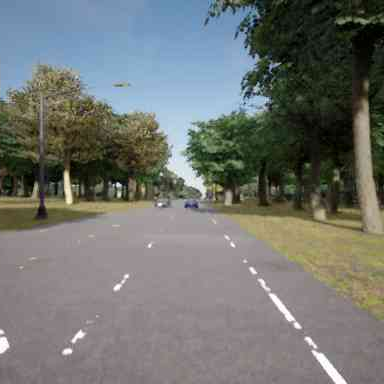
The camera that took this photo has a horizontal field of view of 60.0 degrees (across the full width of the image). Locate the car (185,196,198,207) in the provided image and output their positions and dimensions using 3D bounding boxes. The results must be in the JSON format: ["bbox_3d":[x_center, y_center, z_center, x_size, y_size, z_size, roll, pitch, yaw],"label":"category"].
[{"bbox_3d":[-0.081,1.641,51.511,1.994,1.385,4.181,0,0,0],"label":"car"}]

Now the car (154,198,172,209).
[{"bbox_3d":[-4.138,1.578,47.911,2.128,1.511,4.902,0,0,6],"label":"car"}]
